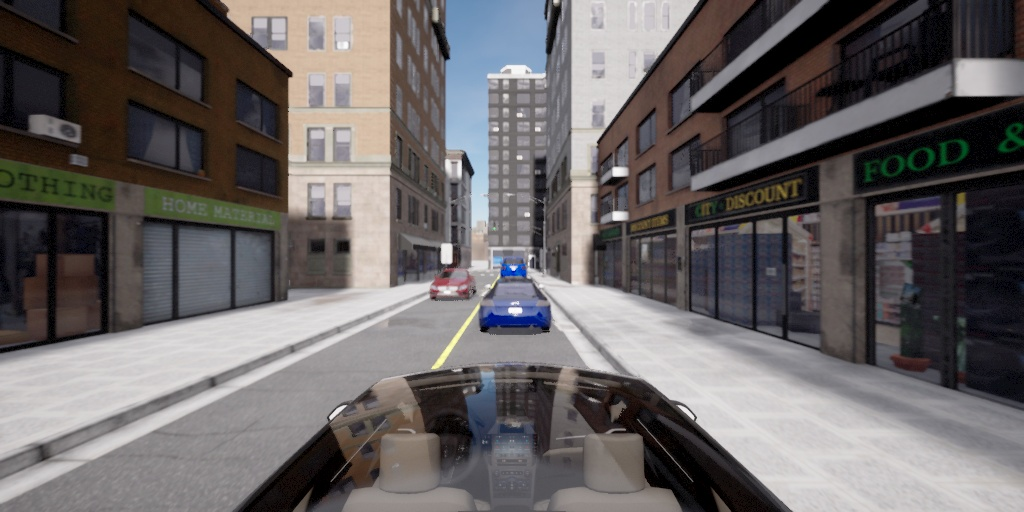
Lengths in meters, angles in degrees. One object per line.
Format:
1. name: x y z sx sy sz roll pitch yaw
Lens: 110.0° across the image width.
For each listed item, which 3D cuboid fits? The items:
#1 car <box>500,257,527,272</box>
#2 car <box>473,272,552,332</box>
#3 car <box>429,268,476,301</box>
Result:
1. car: 0.130 1.122 30.708 2.150 2.045 5.566 0 0 0
2. car: 0.092 1.362 11.118 1.994 1.385 4.181 0 0 0
3. car: -2.836 1.359 18.094 1.812 1.442 4.674 0 0 0
